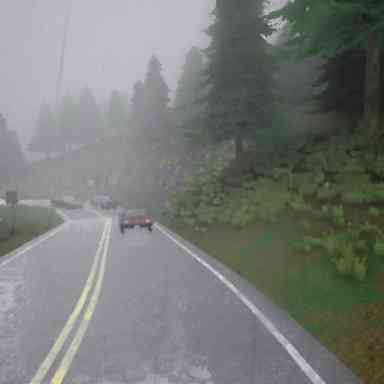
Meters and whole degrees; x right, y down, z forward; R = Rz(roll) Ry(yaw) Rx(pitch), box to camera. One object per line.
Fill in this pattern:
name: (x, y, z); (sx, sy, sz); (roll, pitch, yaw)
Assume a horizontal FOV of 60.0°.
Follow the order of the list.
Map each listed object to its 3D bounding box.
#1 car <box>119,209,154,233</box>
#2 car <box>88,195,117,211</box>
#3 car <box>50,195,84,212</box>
car: (-3.588, 1.707, 20.893); (1.895, 1.301, 4.718); (-2, 0, -13)
car: (-10.269, 1.108, 37.935); (1.837, 1.490, 4.892); (-3, 10, -38)
car: (-13.875, 1.123, 36.900); (5.008, 1.535, 1.882); (6, 8, 42)
